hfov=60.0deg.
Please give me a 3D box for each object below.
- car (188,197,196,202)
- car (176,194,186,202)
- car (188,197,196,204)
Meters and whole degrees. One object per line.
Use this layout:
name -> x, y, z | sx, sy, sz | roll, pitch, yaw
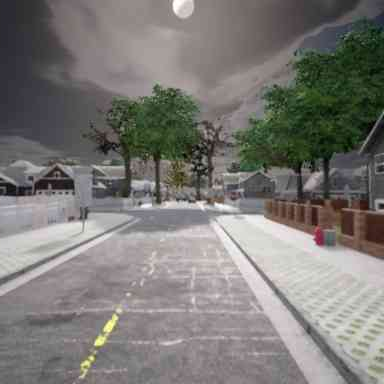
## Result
car -> -0.006, 1.992, 87.947 | 1.837, 1.490, 4.892 | 0, -1, 0
car -> -2.756, 1.384, 82.924 | 2.150, 2.045, 5.566 | 0, -1, 0
car -> -0.004, 1.993, 77.907 | 1.812, 1.442, 4.674 | 0, -1, 0
